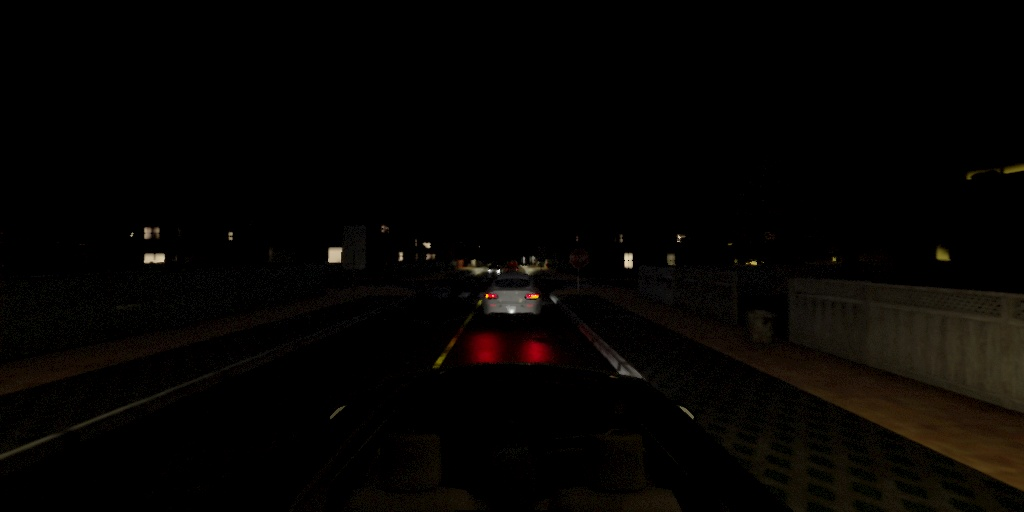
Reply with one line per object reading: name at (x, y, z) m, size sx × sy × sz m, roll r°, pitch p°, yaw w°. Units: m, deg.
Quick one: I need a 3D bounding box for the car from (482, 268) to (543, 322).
car at (0.054, 1.290, 12.254) m, size 1.812 × 1.442 × 4.674 m, roll 0°, pitch 0°, yaw 2°

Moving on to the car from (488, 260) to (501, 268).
car at (-2.820, 1.465, 59.278) m, size 1.837 × 1.490 × 4.892 m, roll 0°, pitch 0°, yaw 0°
